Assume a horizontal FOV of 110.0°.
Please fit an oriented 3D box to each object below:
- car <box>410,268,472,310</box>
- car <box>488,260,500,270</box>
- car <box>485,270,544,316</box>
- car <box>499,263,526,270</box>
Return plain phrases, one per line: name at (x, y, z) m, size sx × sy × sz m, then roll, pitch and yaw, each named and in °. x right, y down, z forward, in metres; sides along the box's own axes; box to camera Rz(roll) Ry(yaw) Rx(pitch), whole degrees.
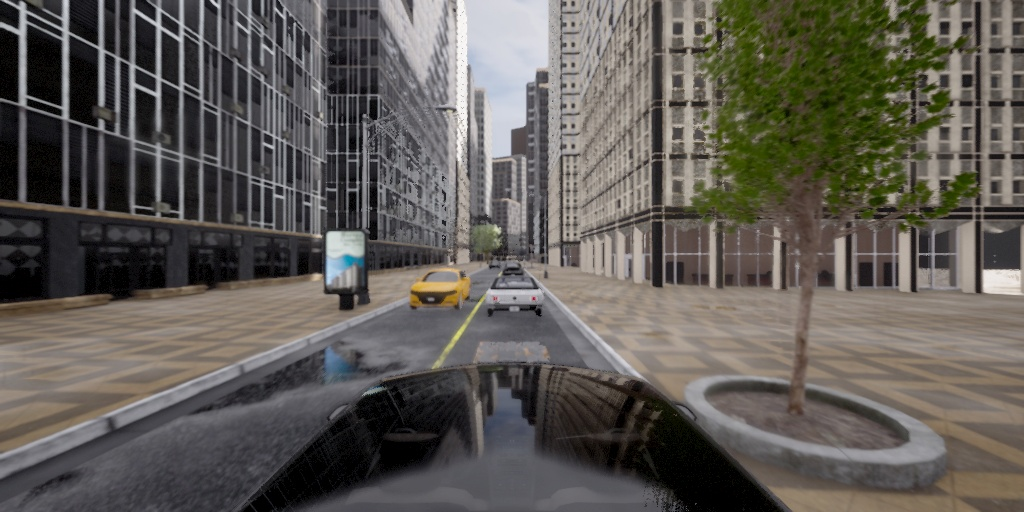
car at (-2.847, 1.262, 15.135) m, size 1.882 × 1.535 × 5.008 m, roll 0°, pitch 0°, yaw 0°
car at (-2.787, 1.422, 57.931) m, size 1.837 × 1.490 × 4.892 m, roll 0°, pitch 0°, yaw 1°
car at (0.089, 1.381, 13.492) m, size 1.895 × 1.301 × 4.718 m, roll 0°, pitch 0°, yaw 0°
car at (0.106, 1.332, 30.858) m, size 1.837 × 1.490 × 4.892 m, roll 0°, pitch 0°, yaw 0°
